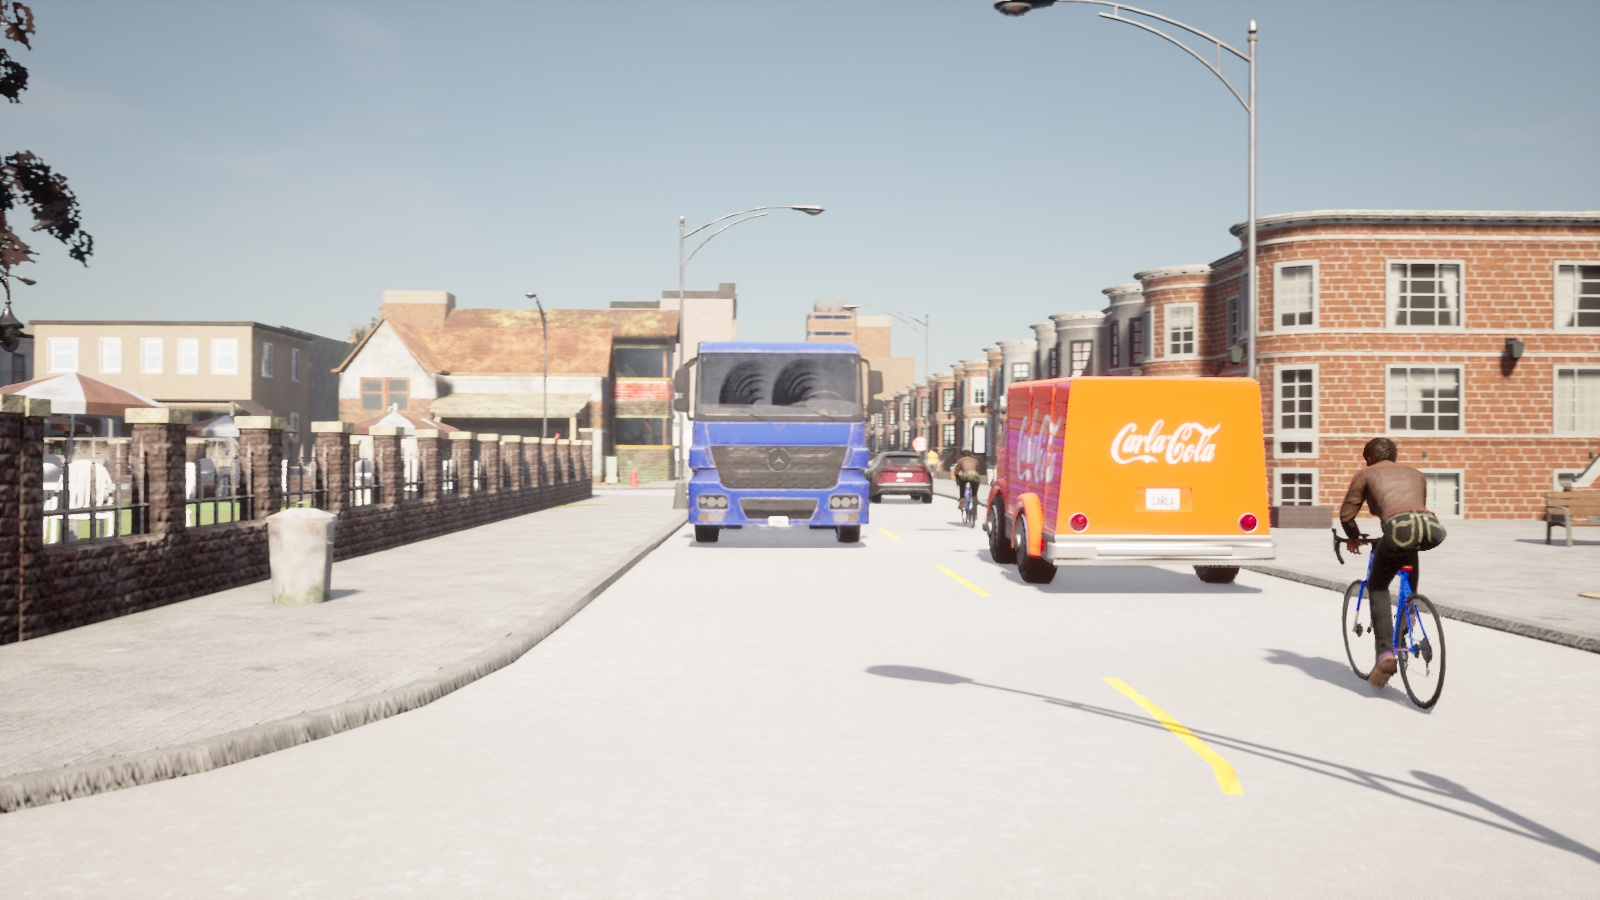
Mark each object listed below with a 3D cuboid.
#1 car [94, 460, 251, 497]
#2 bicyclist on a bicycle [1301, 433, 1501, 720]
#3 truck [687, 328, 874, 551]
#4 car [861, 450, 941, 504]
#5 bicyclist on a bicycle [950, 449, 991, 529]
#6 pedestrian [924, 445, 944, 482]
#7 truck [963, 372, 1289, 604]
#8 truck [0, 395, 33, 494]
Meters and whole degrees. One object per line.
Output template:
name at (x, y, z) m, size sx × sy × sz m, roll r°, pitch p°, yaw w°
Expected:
car at (-22.753, 1.034, 45.657) m, size 4.718 × 1.301 × 1.895 m, roll 0°, pitch 0°, yaw -1°
bicyclist on a bicycle at (3.735, 0.726, 7.948) m, size 0.582 × 1.620 × 1.656 m, roll 0°, pitch -1°, yaw 5°
truck at (-0.384, -0.147, 23.417) m, size 2.891 × 3.462 × 7.936 m, roll 0°, pitch 0°, yaw -1°
car at (3.189, 0.830, 40.579) m, size 2.033 × 1.649 × 4.856 m, roll 0°, pitch 0°, yaw -2°
bicyclist on a bicycle at (3.547, 0.796, 26.236) m, size 0.582 × 1.620 × 1.656 m, roll 0°, pitch -1°, yaw -1°
pedestrian at (6.745, 0.695, 63.145) m, size 0.874 × 1.855 × 0.900 m, roll 0°, pitch 0°, yaw 0°
truck at (3.812, 0.339, 15.977) m, size 2.627 × 2.467 × 5.204 m, roll 0°, pitch 1°, yaw -2°
truck at (-35.308, -0.209, 49.364) m, size 8.468 × 3.827 × 2.891 m, roll 0°, pitch 0°, yaw -1°
